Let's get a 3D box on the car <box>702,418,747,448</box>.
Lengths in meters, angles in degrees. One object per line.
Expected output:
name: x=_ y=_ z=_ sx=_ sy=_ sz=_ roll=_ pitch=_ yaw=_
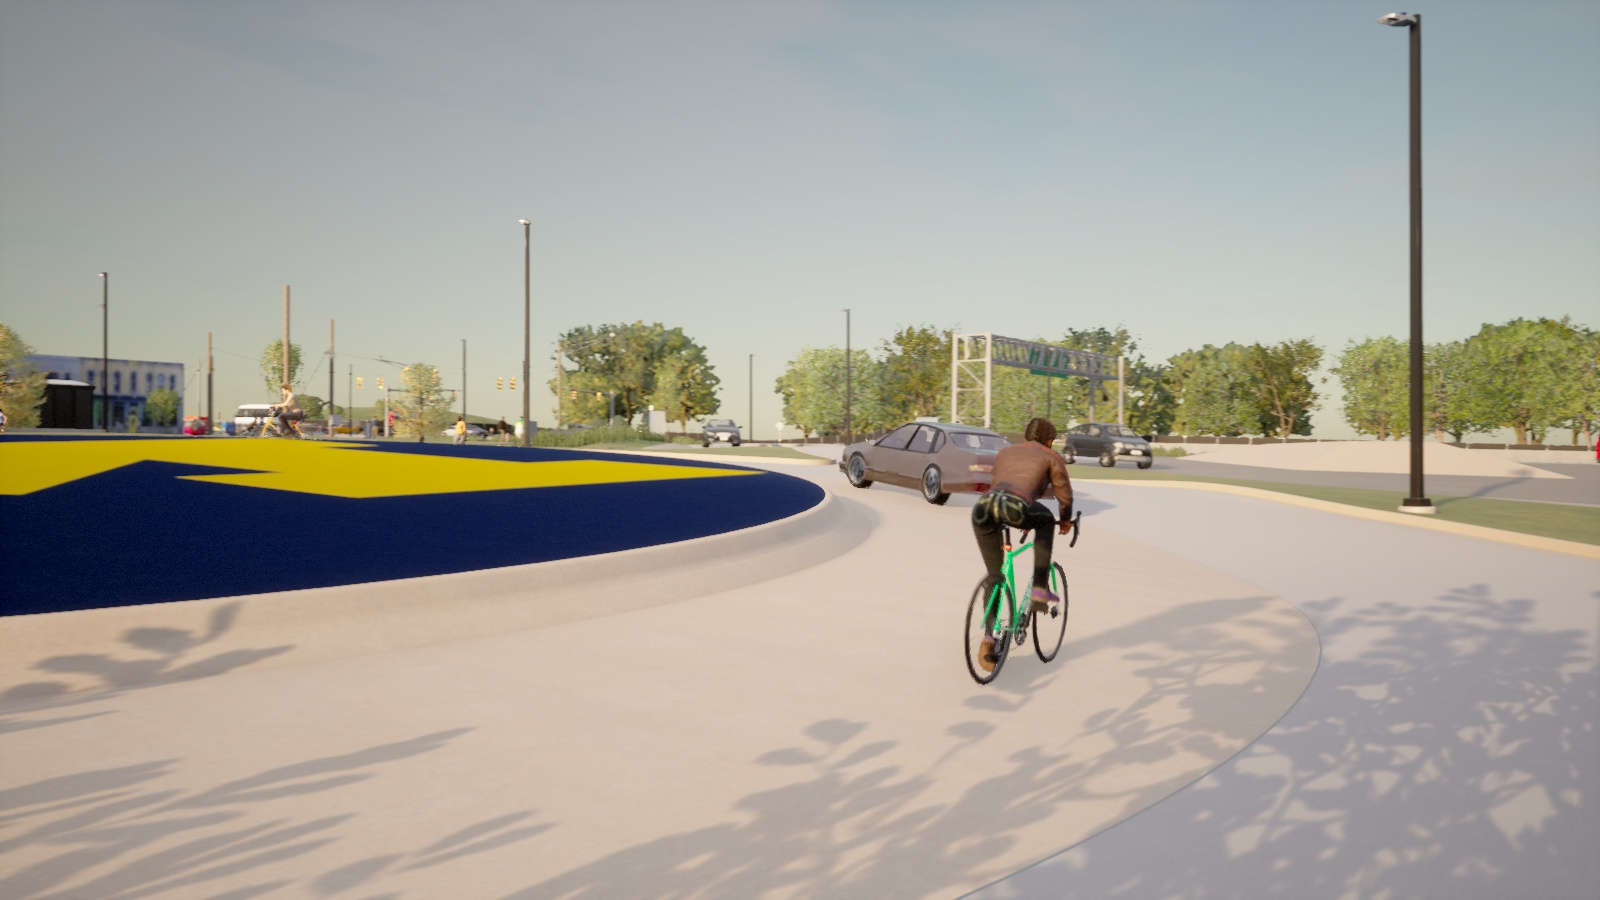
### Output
car: x=-3.975 y=-0.880 z=65.454 sx=2.128 sy=1.511 sz=4.902 roll=0 pitch=1 yaw=-6

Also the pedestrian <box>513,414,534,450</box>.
pedestrian: x=-15.159 y=-0.968 z=68.806 sx=0.659 sy=1.952 sz=0.873 roll=-1 pitch=-1 yaw=38

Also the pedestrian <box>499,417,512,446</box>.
pedestrian: x=-18.613 y=-1.159 z=79.330 sx=0.703 sy=1.840 sz=0.431 roll=-1 pitch=-1 yaw=40

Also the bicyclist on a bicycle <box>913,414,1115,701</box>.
bicyclist on a bicycle: x=1.405 y=0.611 z=7.989 sx=0.582 sy=1.620 sz=1.656 roll=3 pitch=2 yaw=33

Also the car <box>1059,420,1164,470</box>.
car: x=10.855 y=-0.203 z=44.000 sx=1.789 sy=1.549 sz=3.705 roll=2 pitch=1 yaw=-18

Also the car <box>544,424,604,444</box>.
car: x=-17.534 y=-1.236 z=97.370 sx=4.514 sy=1.525 sz=2.007 roll=1 pitch=0 yaw=35

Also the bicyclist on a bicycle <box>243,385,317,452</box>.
bicyclist on a bicycle: x=-12.869 y=-0.776 z=31.140 sx=1.509 sy=1.612 sz=0.866 roll=1 pitch=2 yaw=-8

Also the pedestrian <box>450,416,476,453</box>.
pedestrian: x=-17.162 y=-0.789 z=63.929 sx=0.874 sy=1.855 sz=0.900 roll=-1 pitch=-1 yaw=32

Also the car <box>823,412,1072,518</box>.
car: x=2.500 y=0.186 z=23.082 sx=2.033 sy=1.411 sz=5.357 roll=4 pitch=2 yaw=-23
